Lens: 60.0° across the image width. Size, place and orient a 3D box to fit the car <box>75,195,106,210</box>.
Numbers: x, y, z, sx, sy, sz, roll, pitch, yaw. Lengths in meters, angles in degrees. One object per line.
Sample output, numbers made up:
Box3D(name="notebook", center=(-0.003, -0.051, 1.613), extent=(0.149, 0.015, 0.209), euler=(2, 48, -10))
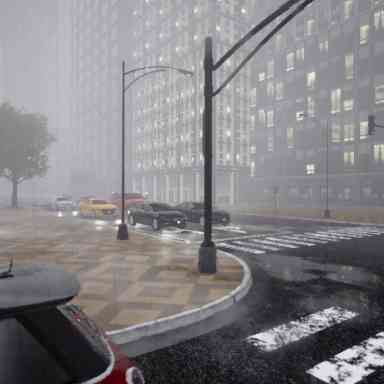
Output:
Box3D(name="car", center=(-11.679, 1.177, 38.024), extent=(1.882, 1.535, 5.008), euler=(0, 0, -37))

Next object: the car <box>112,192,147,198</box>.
Box3D(name="car", center=(-5.514, 1.008, 29.726), extent=(2.150, 2.045, 5.566), euler=(0, 0, -37))

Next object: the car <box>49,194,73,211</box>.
Box3D(name="car", center=(-13.932, 1.216, 35.605), extent=(1.812, 1.442, 4.674), euler=(0, 0, -37))

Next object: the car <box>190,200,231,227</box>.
Box3D(name="car", center=(0.421, 1.344, 21.763), extent=(1.882, 1.535, 5.008), euler=(0, 0, -37))

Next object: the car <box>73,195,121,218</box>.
Box3D(name="car", center=(-7.808, 1.254, 27.371), extent=(1.882, 1.535, 5.008), euler=(0, 0, -37))

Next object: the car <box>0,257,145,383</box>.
Box3D(name="car", center=(-2.455, 1.351, 1.558), extent=(4.553, 1.767, 2.097), euler=(0, 0, -34))

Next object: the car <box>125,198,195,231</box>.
Box3D(name="car", center=(-2.153, 1.357, 19.777), extent=(1.837, 1.490, 4.892), euler=(0, 0, -37))
